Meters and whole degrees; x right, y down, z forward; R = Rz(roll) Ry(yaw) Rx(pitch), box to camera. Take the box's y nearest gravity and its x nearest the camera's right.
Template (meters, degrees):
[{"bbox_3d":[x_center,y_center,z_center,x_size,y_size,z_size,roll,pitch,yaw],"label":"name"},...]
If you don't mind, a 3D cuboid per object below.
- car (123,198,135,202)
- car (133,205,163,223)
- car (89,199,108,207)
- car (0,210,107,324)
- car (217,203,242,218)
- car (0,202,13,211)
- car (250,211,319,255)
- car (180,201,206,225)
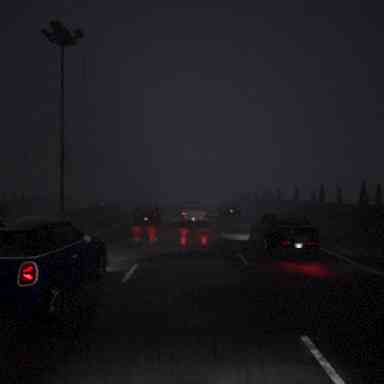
[{"bbox_3d":[-11.262,1.817,59.681,1.994,1.385,4.181,0,0,-2],"label":"car"},{"bbox_3d":[-3.410,1.714,26.724,1.895,1.301,4.718,0,0,0],"label":"car"},{"bbox_3d":[-14.555,1.766,51.837,2.033,1.411,5.357,0,0,-1],"label":"car"},{"bbox_3d":[-3.400,1.384,7.368,2.097,1.767,4.553,0,0,0],"label":"car"},{"bbox_3d":[3.540,1.699,32.035,1.994,1.385,4.181,0,0,-1],"label":"car"},{"bbox_3d":[-17.627,1.600,28.938,1.882,1.535,5.008,0,0,0],"label":"car"},{"bbox_3d":[3.602,1.562,13.624,1.837,1.490,4.892,0,0,0],"label":"car"},{"bbox_3d":[0.096,1.631,24.963,1.812,1.442,4.674,0,0,0],"label":"car"}]
